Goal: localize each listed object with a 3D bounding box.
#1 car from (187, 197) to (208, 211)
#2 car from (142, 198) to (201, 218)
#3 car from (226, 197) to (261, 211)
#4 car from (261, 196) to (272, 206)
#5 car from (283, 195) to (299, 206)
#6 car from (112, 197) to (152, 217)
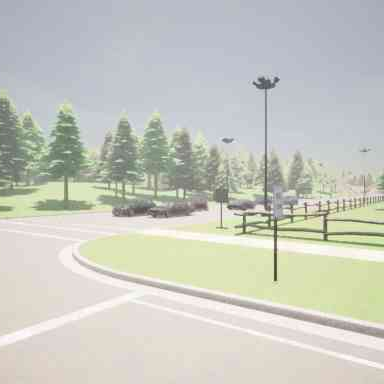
[{"bbox_3d":[0.017,1.352,39.078,2.097,1.767,4.553,0,0,35],"label":"car"},{"bbox_3d":[-1.752,1.547,30.476,2.033,1.411,5.357,0,0,35],"label":"car"},{"bbox_3d":[6.291,1.548,41.924,2.033,1.411,5.357,0,0,35],"label":"car"},{"bbox_3d":[11.737,1.507,55.648,1.837,1.490,4.892,0,-1,36],"label":"car"},{"bbox_3d":[16.311,1.351,56.022,2.097,1.767,4.553,0,0,35],"label":"car"},{"bbox_3d":[-5.371,1.352,31.410,2.097,1.767,4.553,0,0,35],"label":"car"}]
